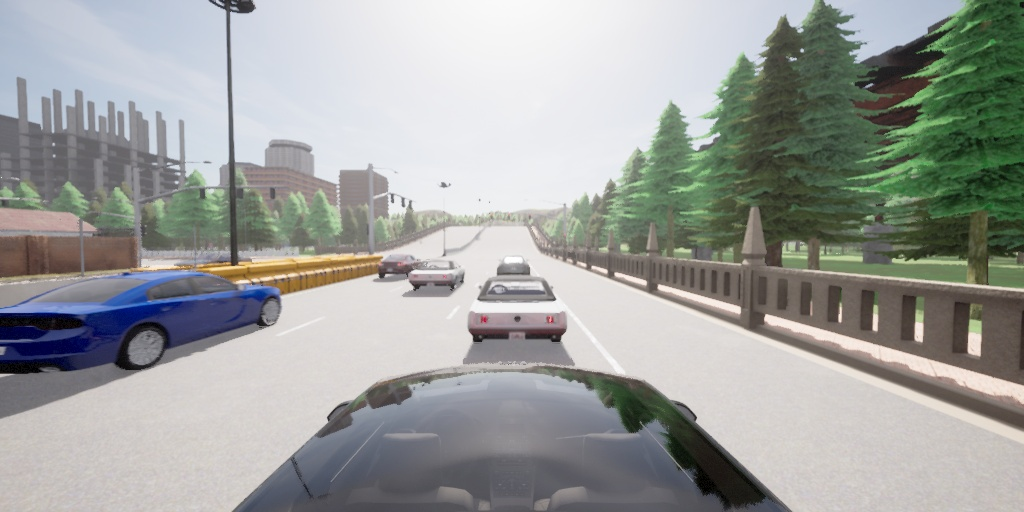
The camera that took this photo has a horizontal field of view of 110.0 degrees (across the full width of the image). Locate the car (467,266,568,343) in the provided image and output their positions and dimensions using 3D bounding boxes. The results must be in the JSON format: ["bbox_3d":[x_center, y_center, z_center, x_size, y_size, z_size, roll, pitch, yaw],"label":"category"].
[{"bbox_3d":[0.099,1.110,8.804,1.895,1.301,4.718,0,2,0],"label":"car"}]

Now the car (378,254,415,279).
[{"bbox_3d":[-6.903,0.568,22.529,1.812,1.442,4.674,0,2,0],"label":"car"}]

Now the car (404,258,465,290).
[{"bbox_3d":[-3.402,0.823,17.215,1.895,1.301,4.718,0,2,0],"label":"car"}]

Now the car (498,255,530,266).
[{"bbox_3d":[0.098,0.628,21.891,1.994,1.385,4.181,0,2,0],"label":"car"}]

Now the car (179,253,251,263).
[{"bbox_3d":[-21.010,0.488,25.499,2.033,1.411,5.357,0,2,-1],"label":"car"}]

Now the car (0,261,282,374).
[{"bbox_3d":[-6.899,1.038,7.263,1.882,1.535,5.008,0,2,0],"label":"car"}]
